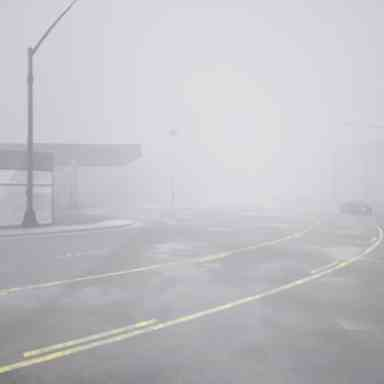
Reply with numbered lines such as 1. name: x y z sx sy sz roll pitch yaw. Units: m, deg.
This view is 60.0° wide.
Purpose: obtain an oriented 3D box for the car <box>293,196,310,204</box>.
1. car: 20.437 1.444 62.427 1.882 1.535 5.008 0 0 0

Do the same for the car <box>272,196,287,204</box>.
1. car: 16.941 1.522 64.467 1.994 1.385 4.181 0 0 0

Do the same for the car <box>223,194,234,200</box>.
1. car: 9.863 1.276 86.619 2.097 1.767 4.553 0 0 6

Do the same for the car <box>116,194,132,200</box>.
1. car: -16.928 1.376 84.568 4.892 1.490 1.837 0 0 0

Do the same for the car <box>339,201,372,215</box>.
1. car: 16.403 1.555 33.531 1.994 1.385 4.181 0 0 5

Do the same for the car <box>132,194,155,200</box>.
1. car: -11.451 1.245 81.079 4.553 1.767 2.097 0 0 0
